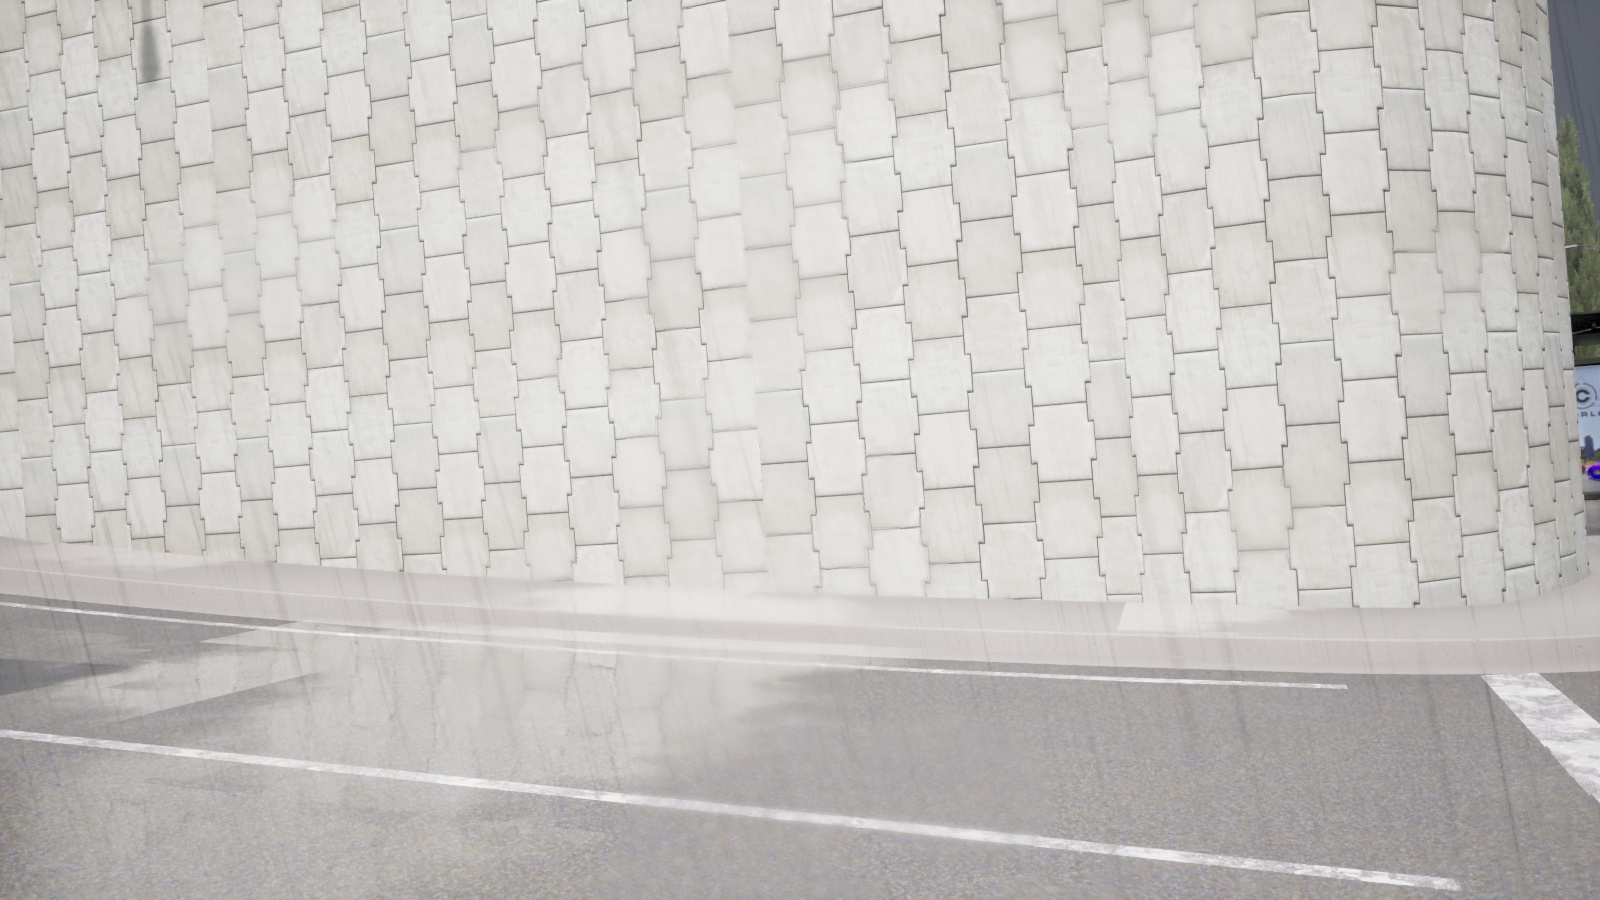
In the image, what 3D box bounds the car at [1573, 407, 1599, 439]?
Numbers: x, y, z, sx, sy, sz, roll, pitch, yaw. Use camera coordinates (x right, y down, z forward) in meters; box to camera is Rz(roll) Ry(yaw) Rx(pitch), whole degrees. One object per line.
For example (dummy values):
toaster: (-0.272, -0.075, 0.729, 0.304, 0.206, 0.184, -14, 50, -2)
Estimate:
car: (44.775, -1.552, 69.694, 2.242, 1.667, 4.611, -4, 0, 21)
